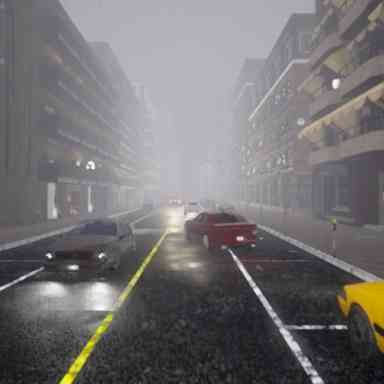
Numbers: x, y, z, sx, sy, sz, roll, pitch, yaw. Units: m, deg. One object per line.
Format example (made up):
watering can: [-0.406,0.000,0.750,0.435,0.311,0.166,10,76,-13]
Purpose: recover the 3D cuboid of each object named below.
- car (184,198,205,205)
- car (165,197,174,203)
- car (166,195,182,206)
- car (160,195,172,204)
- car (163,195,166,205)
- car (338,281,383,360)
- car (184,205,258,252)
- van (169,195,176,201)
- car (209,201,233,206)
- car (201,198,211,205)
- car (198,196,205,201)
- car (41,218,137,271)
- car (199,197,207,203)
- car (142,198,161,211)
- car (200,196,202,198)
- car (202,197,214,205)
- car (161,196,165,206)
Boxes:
car: [0.128,1.683,36.142,1.812,1.442,4.674,0,0,0]
car: [-5.619,1.885,83.820,1.752,1.417,4.829,0,0,0]
car: [-2.956,1.604,58.944,2.097,1.767,4.553,0,0,0]
car: [-5.628,1.628,72.720,2.192,1.841,5.009,0,0,0]
car: [-5.638,1.810,61.446,1.887,1.381,4.507,0,0,0]
car: [3.152,1.471,2.988,1.801,1.575,5.366,0,0,0]
car: [1.071,1.541,14.385,1.882,1.535,5.008,0,0,-16]
van: [-5.609,1.750,95.264,1.690,1.788,3.998,0,0,0]
car: [2.715,1.672,27.618,2.008,1.369,4.403,0,0,0]
car: [2.747,1.871,67.071,1.802,1.307,4.206,0,0,0]
car: [2.770,1.935,95.423,1.752,1.417,4.829,0,0,0]
car: [-3.089,1.598,11.330,2.033,1.411,5.357,0,0,0]
car: [2.761,1.943,83.980,1.802,1.307,4.206,0,0,0]
car: [-5.652,1.744,44.537,2.008,1.369,4.403,0,0,0]
car: [0.134,1.724,54.088,2.128,1.511,4.902,0,0,0]
car: [2.734,1.743,50.332,1.752,1.417,4.829,0,0,0]
car: [-5.648,1.768,50.174,2.008,1.369,4.403,0,0,0]
